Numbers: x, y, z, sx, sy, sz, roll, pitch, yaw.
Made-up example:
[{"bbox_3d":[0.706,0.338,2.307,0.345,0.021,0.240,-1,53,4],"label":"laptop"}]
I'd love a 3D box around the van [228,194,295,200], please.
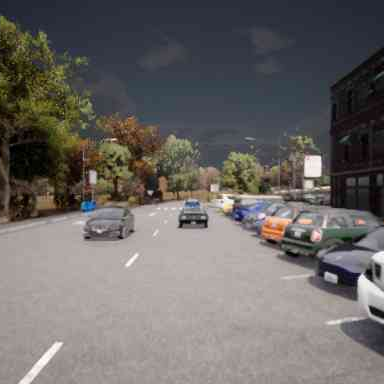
[{"bbox_3d":[5.480,1.299,26.268,4.442,1.987,1.878,1,0,-20],"label":"van"}]

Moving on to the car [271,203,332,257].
[{"bbox_3d":[5.326,1.369,11.201,4.553,1.767,2.185,1,0,-20],"label":"car"}]

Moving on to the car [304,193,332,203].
[{"bbox_3d":[26.989,1.384,71.450,2.435,2.045,5.566,1,-1,-22],"label":"car"}]

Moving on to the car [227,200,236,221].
[{"bbox_3d":[5.362,1.516,23.222,5.008,1.535,2.097,1,0,-20],"label":"car"}]

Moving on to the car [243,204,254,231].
[{"bbox_3d":[5.367,1.545,17.210,4.674,1.452,2.002,1,0,-20],"label":"car"}]

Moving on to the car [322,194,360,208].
[{"bbox_3d":[24.203,1.343,54.463,2.435,2.045,5.566,-1,1,-21],"label":"car"}]

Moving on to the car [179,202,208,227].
[{"bbox_3d":[0.096,1.631,22.909,1.895,1.301,4.718,0,0,0],"label":"car"}]

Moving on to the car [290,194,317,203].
[{"bbox_3d":[23.929,1.383,71.411,2.435,2.045,5.566,0,-1,-21],"label":"car"}]

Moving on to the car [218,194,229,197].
[{"bbox_3d":[5.371,1.297,38.260,5.566,2.045,2.435,1,0,-20],"label":"car"}]

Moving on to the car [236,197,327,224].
[{"bbox_3d":[5.403,1.385,20.219,4.553,1.767,2.185,1,0,-20],"label":"car"}]

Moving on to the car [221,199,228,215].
[{"bbox_3d":[5.372,1.569,29.224,4.674,1.452,2.002,1,0,-20],"label":"car"}]

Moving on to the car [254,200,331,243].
[{"bbox_3d":[5.331,1.373,14.202,4.553,1.767,2.185,1,0,-20],"label":"car"}]

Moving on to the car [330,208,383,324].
[{"bbox_3d":[5.323,1.237,5.187,5.566,2.045,2.435,1,0,-20],"label":"car"}]

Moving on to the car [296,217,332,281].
[{"bbox_3d":[5.326,1.521,8.187,4.792,1.488,2.163,1,0,-20],"label":"car"}]

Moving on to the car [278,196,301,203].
[{"bbox_3d":[20.906,1.663,71.325,2.163,1.488,4.792,0,-1,-21],"label":"car"}]

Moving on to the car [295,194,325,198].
[{"bbox_3d":[18.322,1.340,54.263,2.435,2.045,5.566,0,1,-21],"label":"car"}]

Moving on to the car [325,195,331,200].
[{"bbox_3d":[21.238,1.622,54.380,2.163,1.488,4.792,0,1,-22],"label":"car"}]

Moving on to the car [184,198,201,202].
[{"bbox_3d":[0.050,1.546,40.844,1.882,1.535,5.008,0,0,0],"label":"car"}]

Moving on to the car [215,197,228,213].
[{"bbox_3d":[5.187,1.530,32.166,5.366,1.575,1.946,1,0,-20],"label":"car"}]

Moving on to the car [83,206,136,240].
[{"bbox_3d":[-4.124,1.524,17.246,1.837,1.490,4.892,0,0,0],"label":"car"}]

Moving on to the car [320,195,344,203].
[{"bbox_3d":[29.985,1.513,71.581,2.185,1.767,4.553,1,-1,-22],"label":"car"}]
